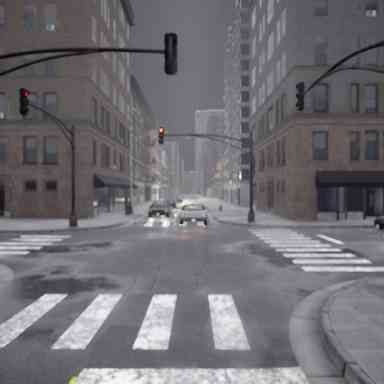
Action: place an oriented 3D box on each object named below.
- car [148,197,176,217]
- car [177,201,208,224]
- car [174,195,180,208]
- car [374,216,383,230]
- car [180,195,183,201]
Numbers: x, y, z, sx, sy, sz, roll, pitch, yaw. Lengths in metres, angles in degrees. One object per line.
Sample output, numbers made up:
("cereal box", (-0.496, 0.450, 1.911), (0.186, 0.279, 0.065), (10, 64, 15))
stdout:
("car", (-2.846, 1.467, 30.375), (2.033, 1.411, 5.357), (0, 0, 0))
("car", (0.104, 1.534, 24.048), (1.895, 1.301, 4.718), (0, 0, 0))
("car", (-2.836, 1.401, 42.617), (1.837, 1.490, 4.892), (0, 0, 0))
("car", (12.370, 1.510, 18.278), (4.313, 1.339, 1.947), (0, 0, 0))
("car", (-2.744, 1.381, 64.177), (1.837, 1.490, 4.892), (0, 0, 0))
